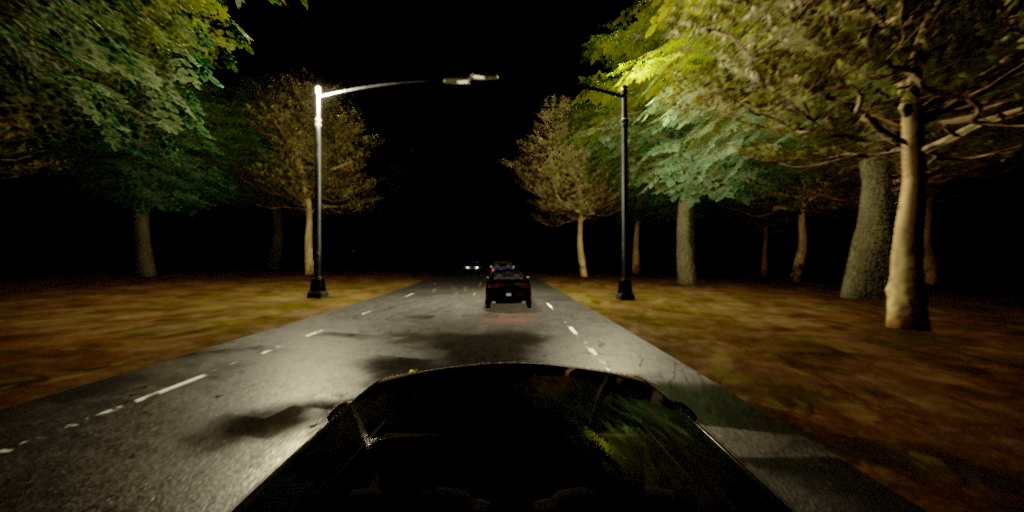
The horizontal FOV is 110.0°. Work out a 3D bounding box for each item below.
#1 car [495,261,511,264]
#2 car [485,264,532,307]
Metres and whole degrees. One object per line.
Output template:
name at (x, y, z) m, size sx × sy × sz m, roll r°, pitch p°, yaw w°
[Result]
car at (-0.791, 1.219, 30.354) m, size 2.097 × 1.767 × 4.553 m, roll 0°, pitch 0°, yaw -3°
car at (-0.183, 1.323, 16.170) m, size 1.882 × 1.535 × 5.008 m, roll 0°, pitch 0°, yaw -1°
